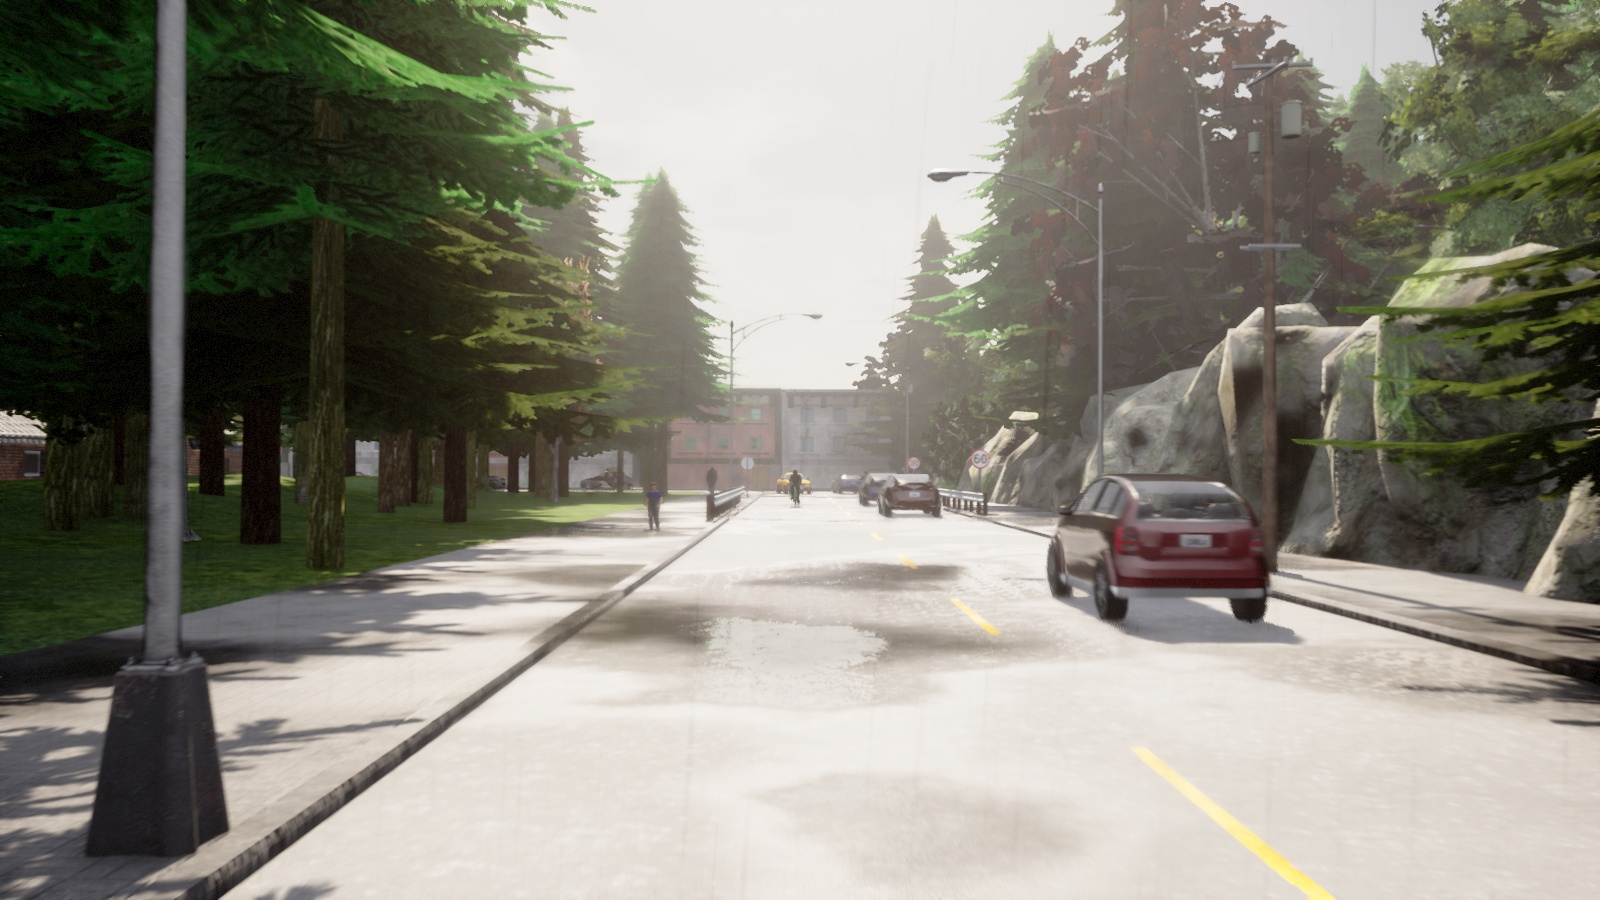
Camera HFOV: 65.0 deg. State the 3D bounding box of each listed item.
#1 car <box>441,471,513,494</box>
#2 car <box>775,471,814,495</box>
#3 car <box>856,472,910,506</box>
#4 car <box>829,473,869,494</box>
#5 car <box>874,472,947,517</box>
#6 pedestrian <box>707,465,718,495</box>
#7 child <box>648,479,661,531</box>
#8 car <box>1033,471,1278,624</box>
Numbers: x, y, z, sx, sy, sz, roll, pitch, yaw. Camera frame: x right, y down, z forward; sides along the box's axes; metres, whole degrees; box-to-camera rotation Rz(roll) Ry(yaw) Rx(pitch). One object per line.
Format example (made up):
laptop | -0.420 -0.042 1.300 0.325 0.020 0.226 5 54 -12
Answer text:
car | -24.104 2.419 93.867 4.856 1.649 2.033 0 -1 0
car | -0.416 2.193 85.537 1.801 1.575 5.366 0 -1 -9
car | 3.792 1.777 58.158 2.163 1.488 4.792 0 -1 0
car | 3.362 2.319 87.440 2.033 1.411 5.357 0 -1 -6
car | 3.878 1.556 45.017 2.163 1.488 4.792 0 -1 0
pedestrian | -5.390 1.845 77.275 0.634 1.844 0.899 0 -1 -5
child | -3.543 1.334 30.677 0.270 1.263 0.437 0 -1 -1
car | 3.966 1.023 14.649 1.789 1.549 3.705 0 -1 0
